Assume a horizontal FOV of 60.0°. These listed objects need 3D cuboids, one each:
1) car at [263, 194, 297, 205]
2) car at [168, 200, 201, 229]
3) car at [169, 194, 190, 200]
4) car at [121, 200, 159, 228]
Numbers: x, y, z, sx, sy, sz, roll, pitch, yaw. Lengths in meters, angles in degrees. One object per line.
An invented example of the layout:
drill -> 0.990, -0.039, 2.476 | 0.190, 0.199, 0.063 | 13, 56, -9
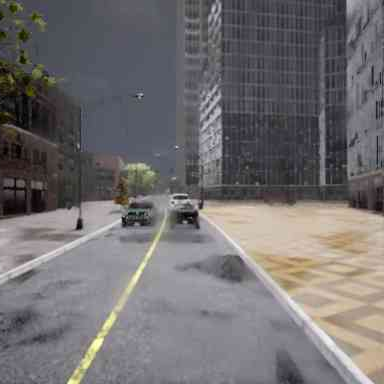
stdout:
car -> 13.669, 1.198, 51.879 | 5.009, 1.841, 2.192 | 0, -1, 15
car -> -0.489, 1.514, 21.910 | 1.837, 1.490, 4.892 | 0, 0, -2
car -> -1.343, 1.232, 36.252 | 2.150, 2.045, 5.566 | 0, 0, -4
car -> -3.368, 1.360, 22.203 | 2.097, 1.767, 4.553 | 0, 0, -2
